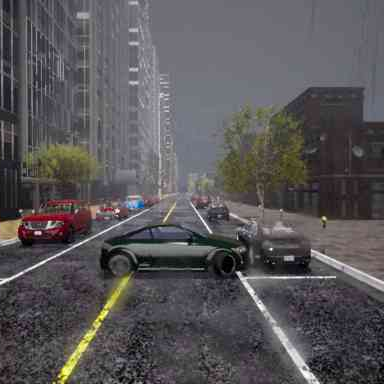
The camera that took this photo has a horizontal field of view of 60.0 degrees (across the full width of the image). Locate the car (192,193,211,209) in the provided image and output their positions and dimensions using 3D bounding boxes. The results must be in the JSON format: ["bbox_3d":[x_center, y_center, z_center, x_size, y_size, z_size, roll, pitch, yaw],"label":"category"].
[{"bbox_3d":[1.546,1.301,44.329,2.192,1.841,5.009,-1,0,-1],"label":"car"}]

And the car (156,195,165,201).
[{"bbox_3d":[-7.840,1.496,82.679,1.752,1.417,4.829,-1,0,-1],"label":"car"}]

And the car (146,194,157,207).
[{"bbox_3d":[-6.976,1.299,49.652,2.192,1.841,5.009,-1,0,-1],"label":"car"}]

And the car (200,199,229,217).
[{"bbox_3d":[2.016,1.543,26.996,2.008,1.369,4.403,-1,0,-1],"label":"car"}]

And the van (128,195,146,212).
[{"bbox_3d":[-6.686,1.329,38.586,1.690,1.788,3.998,-1,0,-1],"label":"van"}]

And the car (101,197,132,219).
[{"bbox_3d":[-6.387,1.432,26.793,1.967,1.590,4.097,-1,0,-1],"label":"car"}]

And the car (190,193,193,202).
[{"bbox_3d":[0.820,1.290,71.993,2.192,1.841,5.009,-1,0,-1],"label":"car"}]

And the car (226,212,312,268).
[{"bbox_3d":[2.550,1.548,11.137,2.008,1.369,4.403,-1,0,-1],"label":"car"}]

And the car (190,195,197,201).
[{"bbox_3d":[0.389,1.551,88.590,1.802,1.307,4.206,-1,0,-1],"label":"car"}]

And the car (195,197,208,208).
[{"bbox_3d":[1.400,1.509,50.032,1.752,1.417,4.829,-1,0,-1],"label":"car"}]

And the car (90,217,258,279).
[{"bbox_3d":[-0.466,1.557,9.536,4.181,1.385,1.994,0,0,-1],"label":"car"}]

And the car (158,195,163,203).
[{"bbox_3d":[-7.409,1.522,66.251,1.887,1.381,4.507,-1,0,-1],"label":"car"}]

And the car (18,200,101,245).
[{"bbox_3d":[-6.188,1.310,15.725,2.192,1.841,5.009,-1,0,-1],"label":"car"}]
